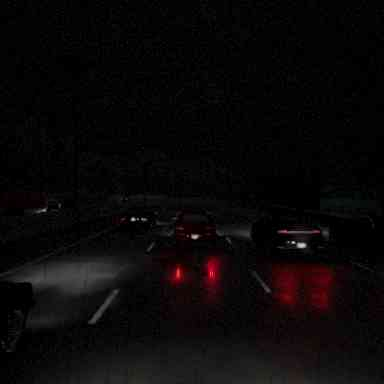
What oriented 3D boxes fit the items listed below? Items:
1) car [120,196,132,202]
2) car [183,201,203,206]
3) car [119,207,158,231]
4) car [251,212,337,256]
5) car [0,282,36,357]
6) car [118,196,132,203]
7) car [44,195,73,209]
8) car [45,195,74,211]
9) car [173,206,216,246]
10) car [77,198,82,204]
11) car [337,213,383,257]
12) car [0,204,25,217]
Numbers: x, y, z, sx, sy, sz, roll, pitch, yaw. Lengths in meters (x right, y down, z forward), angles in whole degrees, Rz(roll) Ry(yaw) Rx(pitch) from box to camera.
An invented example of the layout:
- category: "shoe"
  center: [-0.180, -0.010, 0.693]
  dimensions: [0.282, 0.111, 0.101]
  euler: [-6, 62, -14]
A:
- category: "car"
  center: [-16.712, 1.717, 84.440]
  dimensions: [1.837, 1.490, 4.892]
  euler: [0, 0, 1]
- category: "car"
  center: [0.134, 1.641, 33.681]
  dimensions: [1.882, 1.535, 5.008]
  euler: [0, 0, 0]
- category: "car"
  center: [-3.374, 1.653, 21.620]
  dimensions: [2.033, 1.411, 5.357]
  euler: [0, 0, 0]
- category: "car"
  center: [3.618, 1.557, 13.391]
  dimensions: [2.128, 1.511, 4.902]
  euler: [0, 0, 0]
- category: "car"
  center: [-3.395, 1.617, 3.136]
  dimensions: [1.895, 1.301, 4.718]
  euler: [0, 0, 0]
- category: "car"
  center: [-13.579, 1.922, 67.290]
  dimensions: [1.895, 1.301, 4.718]
  euler: [0, 0, 1]
- category: "car"
  center: [-20.946, 1.474, 52.419]
  dimensions: [2.150, 2.045, 5.566]
  euler: [0, 0, 1]
- category: "car"
  center: [-17.518, 1.565, 44.072]
  dimensions: [2.097, 1.767, 4.553]
  euler: [0, 0, 0]
- category: "car"
  center: [0.119, 1.602, 15.500]
  dimensions: [1.812, 1.442, 4.674]
  euler: [0, 0, 0]
- category: "car"
  center: [-24.075, 1.867, 67.556]
  dimensions: [2.033, 1.411, 5.357]
  euler: [0, 0, 1]
- category: "car"
  center: [7.116, 1.556, 13.112]
  dimensions: [2.128, 1.511, 4.902]
  euler: [0, 0, 0]
- category: "car"
  center: [-14.070, 1.644, 24.525]
  dimensions: [1.812, 1.442, 4.674]
  euler: [0, 0, 0]
